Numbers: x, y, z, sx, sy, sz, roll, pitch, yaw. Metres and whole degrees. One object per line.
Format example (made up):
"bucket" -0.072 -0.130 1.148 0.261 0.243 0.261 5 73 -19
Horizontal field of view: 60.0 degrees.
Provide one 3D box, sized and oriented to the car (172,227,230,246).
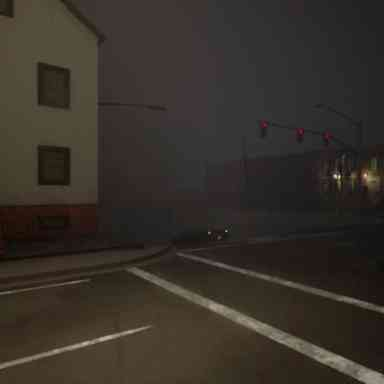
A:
"car" 0.513 3.159 23.380 1.895 1.301 4.718 -1 -12 -35
